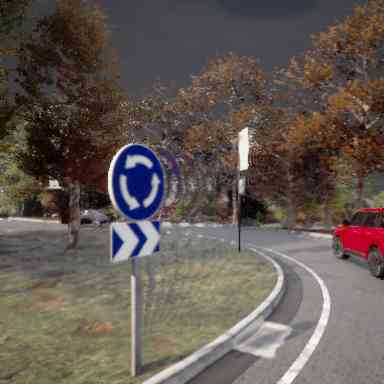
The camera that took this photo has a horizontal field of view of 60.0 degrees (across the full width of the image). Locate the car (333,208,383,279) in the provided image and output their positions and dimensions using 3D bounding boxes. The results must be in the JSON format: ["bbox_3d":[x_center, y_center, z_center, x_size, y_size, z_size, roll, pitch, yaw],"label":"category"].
[{"bbox_3d":[6.525,1.537,11.066,2.150,2.045,5.566,0,-2,6],"label":"car"}]

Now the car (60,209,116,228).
[{"bbox_3d":[-9.120,2.270,29.188,4.902,1.511,2.128,0,-1,14],"label":"car"}]
